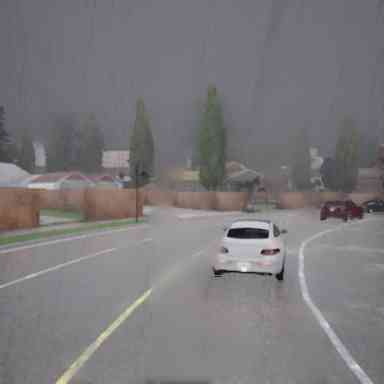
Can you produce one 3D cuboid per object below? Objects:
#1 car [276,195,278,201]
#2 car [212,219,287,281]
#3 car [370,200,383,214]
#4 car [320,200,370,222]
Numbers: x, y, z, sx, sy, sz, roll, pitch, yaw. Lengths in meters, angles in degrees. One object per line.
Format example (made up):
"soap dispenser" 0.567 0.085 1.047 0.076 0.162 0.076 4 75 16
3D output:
"car" 15.626 0.874 56.824 1.816 1.474 4.193 -2 0 -2
"car" 1.822 1.535 9.954 1.812 1.442 4.674 0 0 16
"car" 19.796 1.622 36.309 4.892 1.490 1.837 0 -1 -24
"car" 12.131 1.389 26.675 4.553 1.767 2.097 0 0 -45
